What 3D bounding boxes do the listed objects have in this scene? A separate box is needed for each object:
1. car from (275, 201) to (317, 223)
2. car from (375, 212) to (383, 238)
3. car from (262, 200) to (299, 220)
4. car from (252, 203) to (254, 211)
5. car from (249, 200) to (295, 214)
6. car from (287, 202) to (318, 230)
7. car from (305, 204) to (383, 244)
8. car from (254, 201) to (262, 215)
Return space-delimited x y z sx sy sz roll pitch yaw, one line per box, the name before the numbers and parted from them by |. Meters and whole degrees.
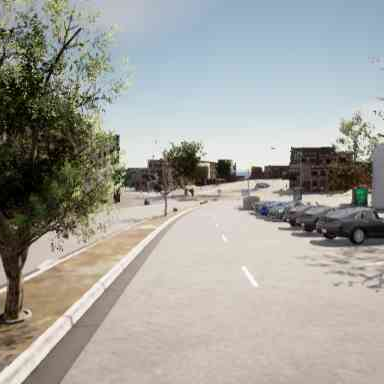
car | 8.239 1.550 21.302 4.892 1.521 2.231 1 -1 -18
car | 8.076 1.459 9.475 5.008 1.535 2.097 1 0 -20
car | 8.525 1.480 27.209 4.553 1.767 2.185 1 0 -17
car | 8.849 1.706 33.091 4.674 1.452 2.002 1 0 -15
car | 9.343 1.763 38.995 4.792 1.488 2.163 1 -1 -15
car | 8.158 1.524 18.347 4.892 1.521 2.231 1 -1 -18
car | 8.103 1.501 15.388 4.892 1.521 2.231 1 -1 -19
car | 8.650 1.634 30.149 5.008 1.535 2.097 1 -1 -16
